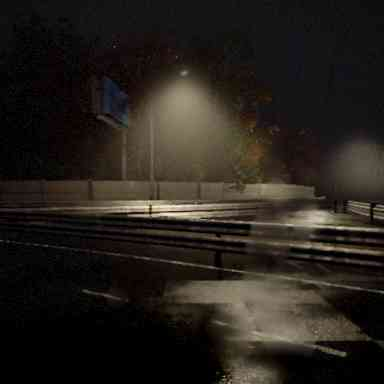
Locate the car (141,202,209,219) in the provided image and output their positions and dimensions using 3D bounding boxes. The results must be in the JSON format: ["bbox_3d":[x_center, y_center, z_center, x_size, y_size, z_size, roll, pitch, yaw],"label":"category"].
[{"bbox_3d":[-1.223,1.449,25.558,5.357,1.411,2.033,0,0,-27],"label":"car"}]
